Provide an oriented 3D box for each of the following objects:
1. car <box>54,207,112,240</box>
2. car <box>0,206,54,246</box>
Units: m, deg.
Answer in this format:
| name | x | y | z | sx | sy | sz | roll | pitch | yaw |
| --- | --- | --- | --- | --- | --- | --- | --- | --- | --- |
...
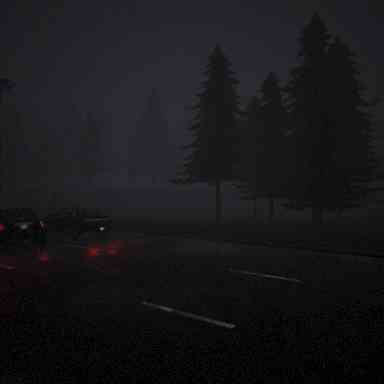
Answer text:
| name | x | y | z | sx | sy | sz | roll | pitch | yaw |
| --- | --- | --- | --- | --- | --- | --- | --- | --- | --- |
| car | -6.143 | 1.492 | 16.870 | 4.902 | 1.511 | 2.128 | 0 | 0 | 36 |
| car | -8.175 | 1.363 | 14.020 | 4.553 | 1.767 | 2.097 | 0 | 0 | 36 |
